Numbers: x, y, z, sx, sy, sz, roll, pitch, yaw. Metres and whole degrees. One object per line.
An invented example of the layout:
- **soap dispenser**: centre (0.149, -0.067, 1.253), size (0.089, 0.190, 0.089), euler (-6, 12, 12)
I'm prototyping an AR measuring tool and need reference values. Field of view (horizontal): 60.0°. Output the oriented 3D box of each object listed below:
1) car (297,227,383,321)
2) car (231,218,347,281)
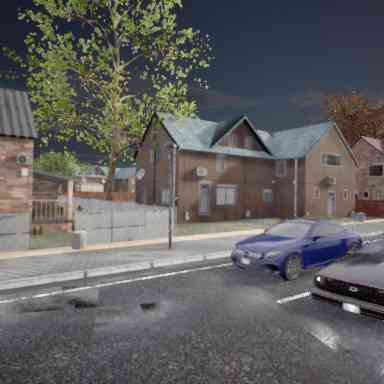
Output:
- **car**: centre (4.839, 1.548, 7.071), size (5.357, 1.411, 2.033), euler (0, 0, -35)
- **car**: centre (3.299, 1.527, 9.951), size (4.674, 1.442, 1.812), euler (0, 0, -35)
